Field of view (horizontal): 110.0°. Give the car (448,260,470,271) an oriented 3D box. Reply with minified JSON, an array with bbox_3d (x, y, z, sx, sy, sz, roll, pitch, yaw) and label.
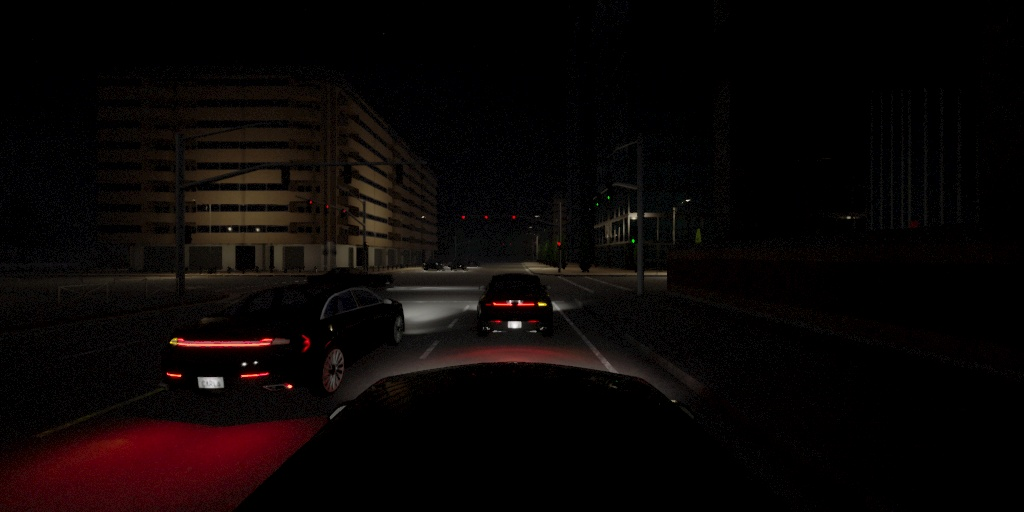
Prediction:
[{"bbox_3d":[-7.395,1.251,49.905,1.837,1.490,4.892,0,0,0],"label":"car"}]

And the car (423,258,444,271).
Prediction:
[{"bbox_3d":[-10.892,1.099,49.814,2.097,1.767,4.553,0,0,0],"label":"car"}]

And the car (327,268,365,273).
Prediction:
[{"bbox_3d":[-9.991,1.391,22.477,4.718,1.301,1.895,0,0,0],"label":"car"}]

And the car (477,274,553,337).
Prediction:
[{"bbox_3d":[0.092,1.254,10.253,1.837,1.490,4.892,0,0,1],"label":"car"}]

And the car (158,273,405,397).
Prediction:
[{"bbox_3d":[-3.441,1.241,6.546,2.128,1.511,4.902,0,0,0],"label":"car"}]
